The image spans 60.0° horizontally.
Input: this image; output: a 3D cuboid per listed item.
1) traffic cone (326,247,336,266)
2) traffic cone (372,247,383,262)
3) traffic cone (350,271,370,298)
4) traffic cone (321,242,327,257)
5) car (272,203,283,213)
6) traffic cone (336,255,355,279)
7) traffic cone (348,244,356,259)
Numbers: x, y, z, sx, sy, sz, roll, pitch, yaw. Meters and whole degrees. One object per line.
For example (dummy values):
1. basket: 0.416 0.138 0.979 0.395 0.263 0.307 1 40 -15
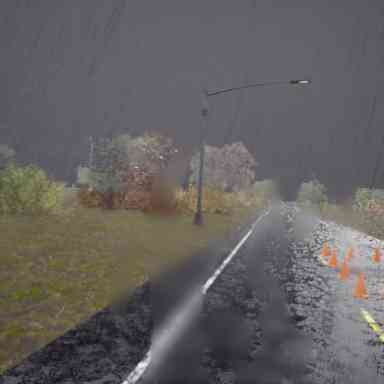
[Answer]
1. traffic cone: 5.215 2.386 12.217 0.340 0.580 0.340 3 -1 14
2. traffic cone: 7.636 2.540 13.672 0.340 0.580 0.340 3 -1 14
3. traffic cone: 4.245 2.289 8.338 0.340 0.580 0.340 3 -1 14
4. traffic cone: 5.699 2.435 14.158 0.340 0.580 0.340 3 -1 14
5. car: 16.871 3.039 65.522 2.097 1.767 4.553 3 -1 15
6. traffic cone: 4.730 2.337 10.278 0.340 0.580 0.340 3 -1 14
7. traffic cone: 6.668 2.487 13.915 0.340 0.580 0.340 3 -1 14
